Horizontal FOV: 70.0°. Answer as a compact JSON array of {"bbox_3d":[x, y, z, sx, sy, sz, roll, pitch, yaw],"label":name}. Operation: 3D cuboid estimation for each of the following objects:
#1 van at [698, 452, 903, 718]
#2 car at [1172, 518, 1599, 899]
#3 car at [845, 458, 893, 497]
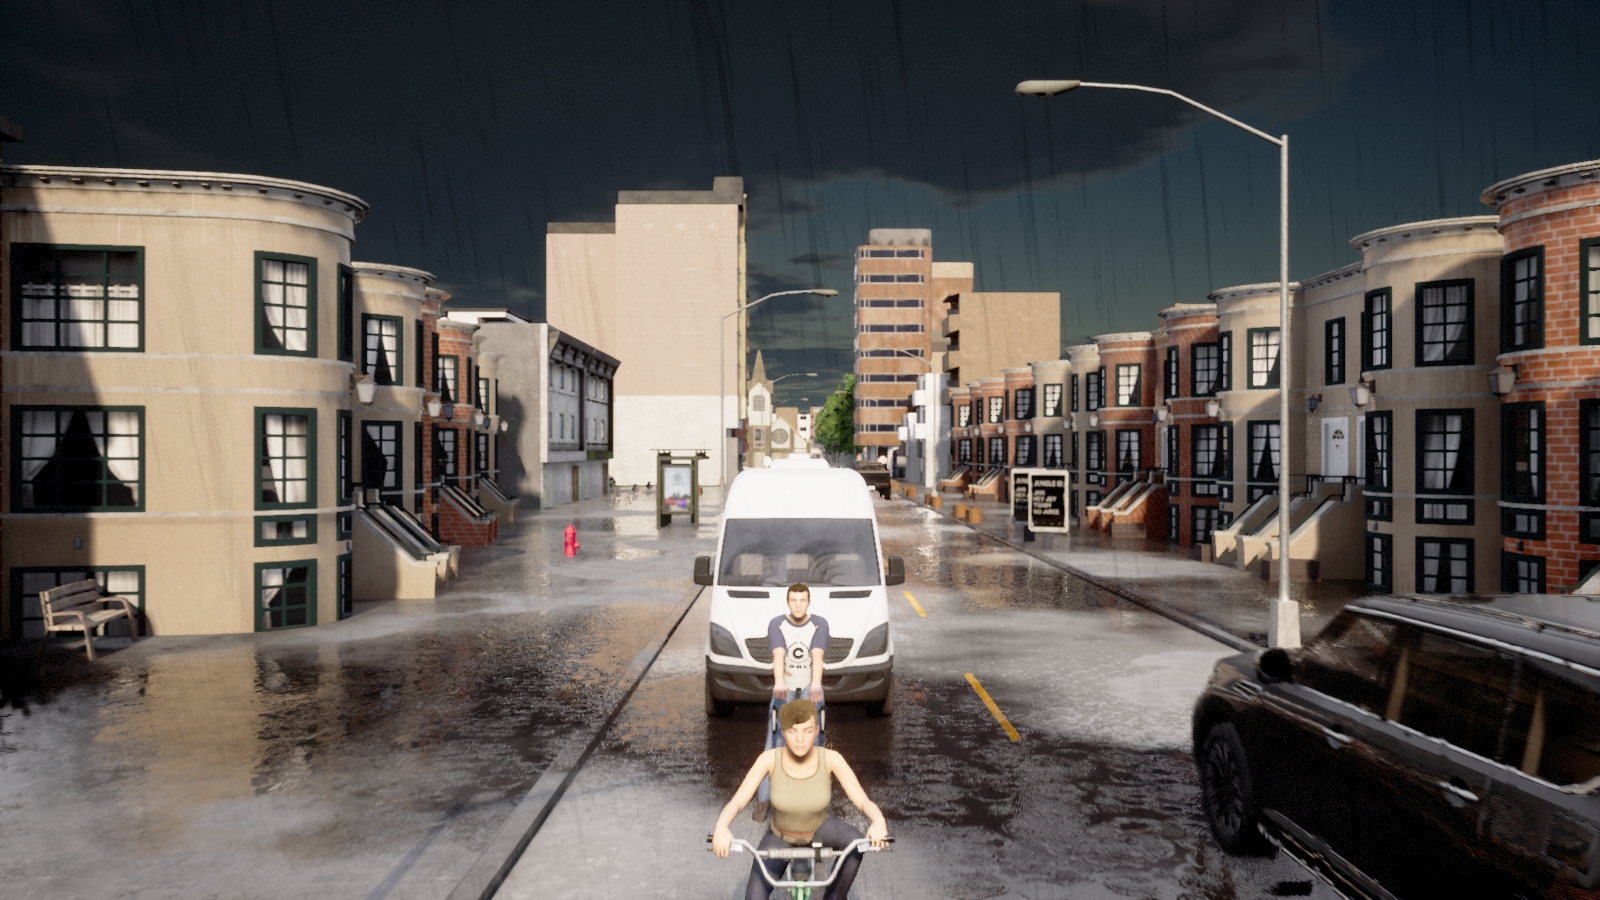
[{"bbox_3d":[-0.003,1.317,14.039,1.988,2.561,5.915,0,0,0],"label":"van"},{"bbox_3d":[3.995,1.561,6.192,2.150,2.045,5.566,0,0,0],"label":"car"},{"bbox_3d":[3.963,1.545,66.815,2.390,2.098,6.274,0,0,0],"label":"car"}]
